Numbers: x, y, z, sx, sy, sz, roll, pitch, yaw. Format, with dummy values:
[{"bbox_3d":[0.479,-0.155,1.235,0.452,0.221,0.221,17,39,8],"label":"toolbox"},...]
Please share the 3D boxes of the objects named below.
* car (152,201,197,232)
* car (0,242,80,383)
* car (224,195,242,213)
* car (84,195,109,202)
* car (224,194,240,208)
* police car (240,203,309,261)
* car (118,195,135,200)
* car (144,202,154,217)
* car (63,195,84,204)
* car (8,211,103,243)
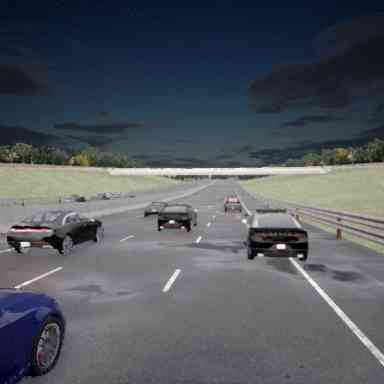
[{"bbox_3d":[-0.800,1.487,20.413,1.882,1.535,5.008,0,0,7],"label":"car"},{"bbox_3d":[-2.835,1.524,2.678,1.812,1.442,4.674,0,0,7],"label":"car"},{"bbox_3d":[4.575,1.455,37.027,2.128,1.511,4.902,0,0,7],"label":"car"},{"bbox_3d":[-14.854,1.290,53.088,1.837,1.490,4.892,0,1,7],"label":"car"},{"bbox_3d":[5.703,1.191,47.304,2.097,1.767,4.553,0,1,6],"label":"car"},{"bbox_3d":[2.943,1.425,12.466,1.930,1.638,5.238,0,0,7],"label":"police car"},{"bbox_3d":[-10.995,1.214,55.962,2.128,1.511,4.902,0,1,7],"label":"car"},{"bbox_3d":[-3.099,1.569,31.090,1.994,1.385,4.181,0,0,7],"label":"car"},{"bbox_3d":[-18.455,1.296,52.401,2.128,1.511,4.902,0,1,7],"label":"car"},{"bbox_3d":[-5.144,1.492,13.261,2.128,1.511,4.902,0,0,7],"label":"car"}]
